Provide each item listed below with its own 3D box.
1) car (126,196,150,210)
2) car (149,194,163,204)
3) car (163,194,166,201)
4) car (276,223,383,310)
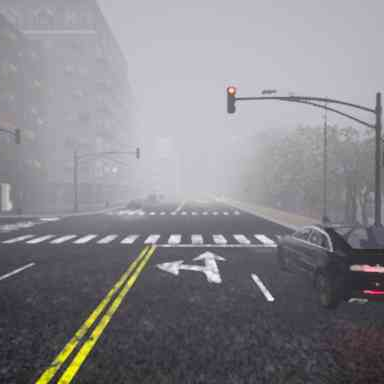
[{"bbox_3d":[-6.581,1.418,39.703,1.895,1.301,4.718,0,0,0],"label":"car"},{"bbox_3d":[-6.542,1.101,55.812,2.097,1.767,4.553,0,0,0],"label":"car"},{"bbox_3d":[-6.482,1.207,70.879,1.812,1.442,4.674,0,0,0],"label":"car"},{"bbox_3d":[3.355,1.454,7.717,2.128,1.511,4.902,0,0,-1],"label":"car"}]
